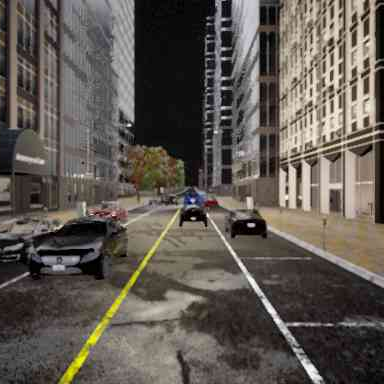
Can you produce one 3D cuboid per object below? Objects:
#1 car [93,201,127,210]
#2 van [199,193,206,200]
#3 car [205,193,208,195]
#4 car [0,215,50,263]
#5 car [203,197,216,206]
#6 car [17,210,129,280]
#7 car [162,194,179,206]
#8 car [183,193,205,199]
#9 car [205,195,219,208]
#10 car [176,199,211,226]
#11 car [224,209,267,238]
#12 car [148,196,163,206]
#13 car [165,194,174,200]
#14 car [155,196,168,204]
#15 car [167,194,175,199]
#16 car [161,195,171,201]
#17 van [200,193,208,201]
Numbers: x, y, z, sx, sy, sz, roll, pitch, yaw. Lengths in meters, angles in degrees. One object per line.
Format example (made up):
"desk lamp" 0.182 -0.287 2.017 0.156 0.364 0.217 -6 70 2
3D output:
"car" -5.694 1.395 22.881 1.967 1.590 4.097 0 0 0
"van" 2.762 1.073 85.573 1.690 1.788 3.998 0 0 0
"car" 2.681 1.411 62.772 2.008 1.369 4.403 0 0 0
"car" -5.693 1.529 11.484 2.008 1.369 4.403 0 0 0
"car" 2.682 1.475 51.371 1.802 1.307 4.206 0 0 0
"car" -3.099 1.507 10.066 1.812 1.442 4.674 0 0 0
"car" -3.086 1.398 51.147 1.837 1.490 4.892 0 0 0
"car" 0.097 1.140 39.815 2.150 2.045 5.566 0 0 0
"car" 2.683 1.450 45.673 1.887 1.381 4.507 0 0 0
"car" 0.090 1.480 22.996 1.812 1.442 4.674 0 0 0
"car" 2.687 1.533 17.184 1.947 1.339 4.313 0 0 0
"car" -5.699 1.443 51.371 2.008 1.369 4.403 0 0 0
"car" -5.782 1.297 85.571 1.947 1.339 4.313 0 0 0
"car" -5.700 1.404 62.771 1.887 1.381 4.507 0 0 0
"car" -5.831 1.208 92.805 1.752 1.417 4.829 0 0 0
"car" -5.700 1.371 74.175 1.947 1.339 4.313 0 0 0
"van" 2.682 1.146 74.176 1.690 1.788 3.998 0 0 0
